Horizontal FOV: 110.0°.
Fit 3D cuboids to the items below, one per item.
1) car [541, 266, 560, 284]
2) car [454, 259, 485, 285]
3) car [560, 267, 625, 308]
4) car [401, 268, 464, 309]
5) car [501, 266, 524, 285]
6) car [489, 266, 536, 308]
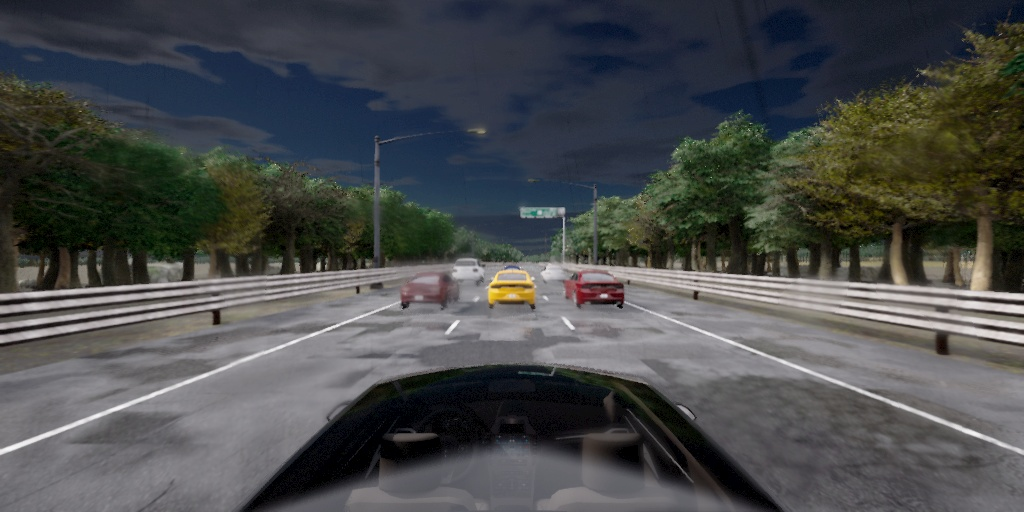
[{"bbox_3d":[3.530,1.593,30.747,1.812,1.442,4.674,0,0,1],"label":"car"},{"bbox_3d":[-3.484,1.277,29.422,2.150,2.045,5.566,0,0,0],"label":"car"},{"bbox_3d":[3.529,1.380,16.083,1.882,1.535,5.008,0,0,0],"label":"car"},{"bbox_3d":[-3.475,1.424,15.749,1.812,1.442,4.674,0,0,0],"label":"car"},{"bbox_3d":[0.030,1.593,30.746,1.812,1.442,4.674,0,0,1],"label":"car"},{"bbox_3d":[0.030,1.380,16.099,1.882,1.535,5.008,0,0,0],"label":"car"}]
